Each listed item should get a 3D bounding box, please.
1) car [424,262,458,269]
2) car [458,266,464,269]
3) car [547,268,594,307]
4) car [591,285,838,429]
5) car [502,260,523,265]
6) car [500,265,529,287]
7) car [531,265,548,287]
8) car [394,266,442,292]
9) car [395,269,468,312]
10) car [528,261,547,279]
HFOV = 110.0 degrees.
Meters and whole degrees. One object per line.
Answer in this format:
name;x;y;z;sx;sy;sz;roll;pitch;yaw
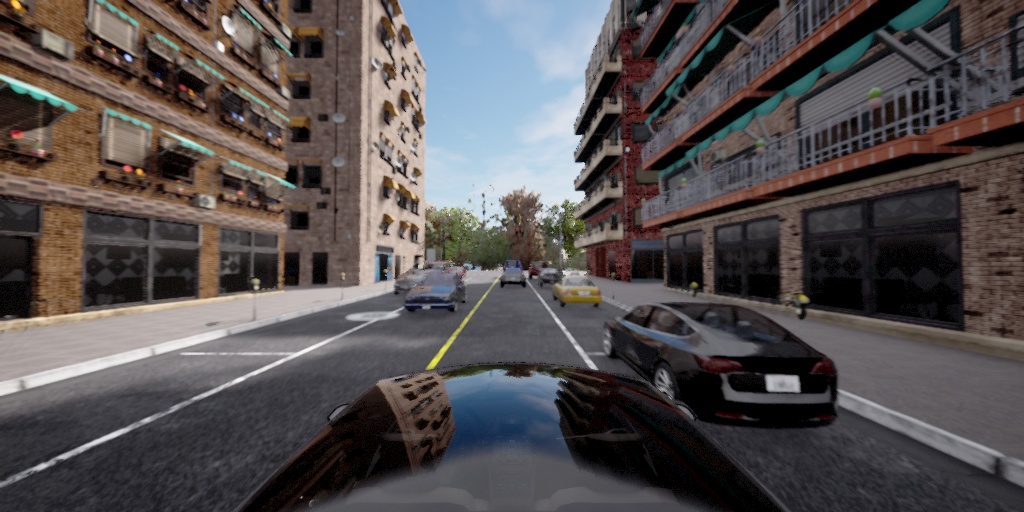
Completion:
car;-5.833;1.371;27.394;2.192;1.841;5.009;0;0;0
car;-5.835;1.690;32.962;1.948;1.339;4.313;0;0;0
car;2.820;1.449;16.400;1.751;1.417;4.829;0;0;0
car;2.760;1.364;5.736;1.948;1.339;4.313;0;0;0
car;0.080;1.443;40.988;2.150;2.045;5.566;0;-1;0
car;0.084;1.628;28.001;1.994;1.385;4.181;0;-1;0
car;2.815;1.607;27.366;2.007;1.370;4.403;0;0;0
car;-5.830;1.540;21.826;2.007;1.370;4.403;0;0;0
car;-3.009;1.459;15.288;2.033;1.411;5.357;0;-1;0
car;2.810;1.506;38.500;2.192;1.841;5.009;0;0;0
